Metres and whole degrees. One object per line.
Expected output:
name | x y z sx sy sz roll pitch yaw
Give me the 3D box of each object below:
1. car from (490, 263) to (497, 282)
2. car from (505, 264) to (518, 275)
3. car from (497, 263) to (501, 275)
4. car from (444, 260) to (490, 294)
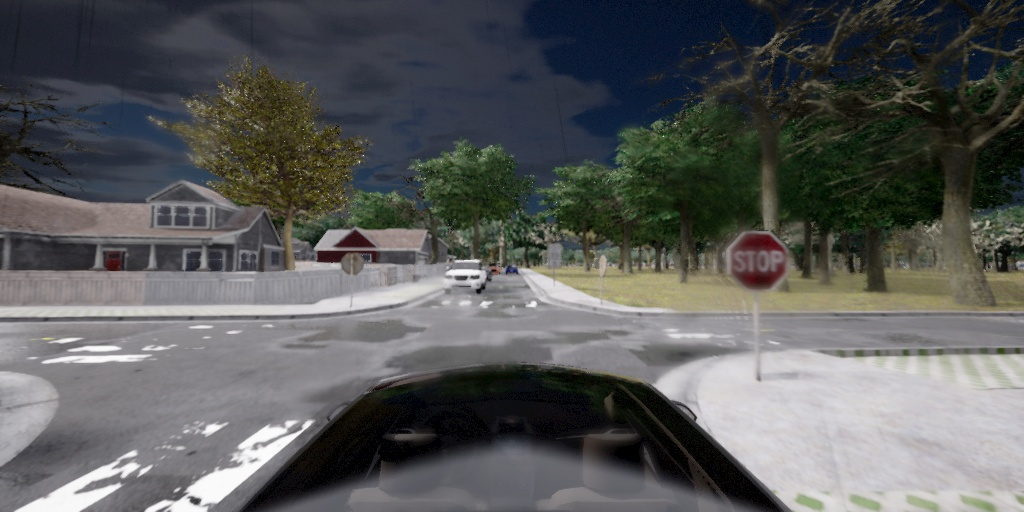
car | -2.859 1.696 34.685 2.128 1.511 4.902 0 -1 0
car | -0.020 1.992 53.653 1.882 1.535 5.008 0 -1 0
car | -2.812 1.877 54.337 2.097 1.767 4.553 0 -1 1
car | -2.855 1.249 22.948 2.150 2.045 5.566 0 -1 0
